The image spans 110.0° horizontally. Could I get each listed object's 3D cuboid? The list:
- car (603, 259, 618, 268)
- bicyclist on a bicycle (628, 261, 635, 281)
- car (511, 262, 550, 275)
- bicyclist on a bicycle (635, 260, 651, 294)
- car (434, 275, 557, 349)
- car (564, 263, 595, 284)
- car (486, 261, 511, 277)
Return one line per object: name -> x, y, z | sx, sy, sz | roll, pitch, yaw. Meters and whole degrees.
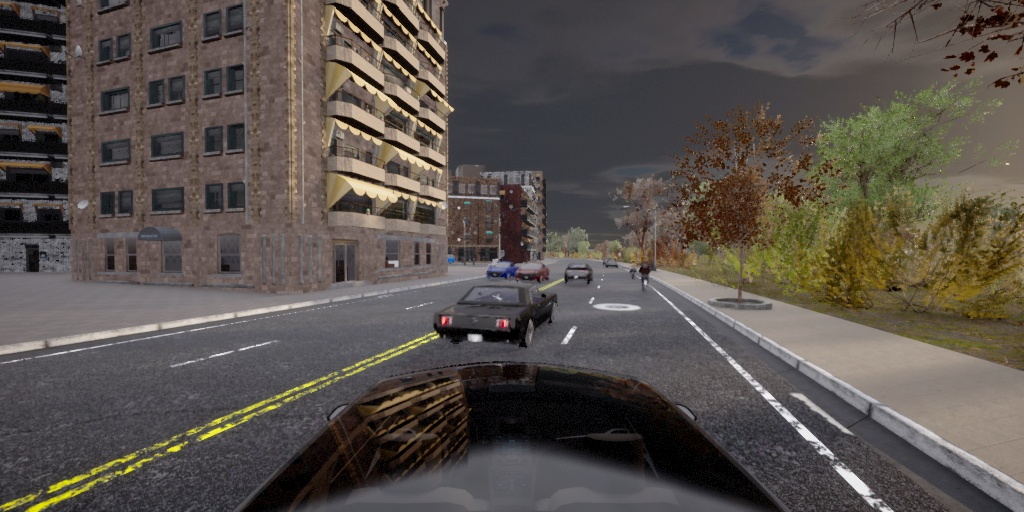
car -> 17.196, 1.284, 62.006 | 1.994, 1.385, 4.181 | 0, 0, 13
bicyclist on a bicycle -> 9.870, 1.178, 29.173 | 0.866, 1.612, 1.509 | 0, 0, 15
car -> 1.661, 1.223, 27.476 | 1.882, 1.535, 5.008 | 0, 0, 16
bicyclist on a bicycle -> 7.072, 1.115, 19.120 | 0.659, 1.776, 1.843 | 0, 0, 16
car -> -0.079, 1.349, 9.296 | 1.895, 1.301, 4.718 | 0, 0, 17
car -> 5.061, 1.236, 26.861 | 2.128, 1.511, 4.902 | 0, 0, 16
car -> -0.720, 1.224, 31.053 | 1.882, 1.535, 5.008 | 0, 0, 15
